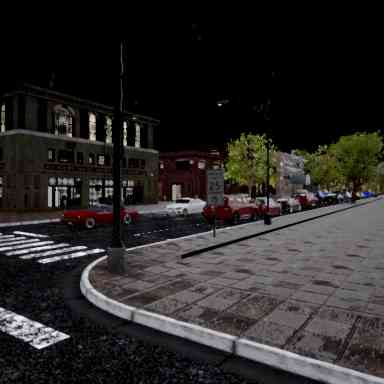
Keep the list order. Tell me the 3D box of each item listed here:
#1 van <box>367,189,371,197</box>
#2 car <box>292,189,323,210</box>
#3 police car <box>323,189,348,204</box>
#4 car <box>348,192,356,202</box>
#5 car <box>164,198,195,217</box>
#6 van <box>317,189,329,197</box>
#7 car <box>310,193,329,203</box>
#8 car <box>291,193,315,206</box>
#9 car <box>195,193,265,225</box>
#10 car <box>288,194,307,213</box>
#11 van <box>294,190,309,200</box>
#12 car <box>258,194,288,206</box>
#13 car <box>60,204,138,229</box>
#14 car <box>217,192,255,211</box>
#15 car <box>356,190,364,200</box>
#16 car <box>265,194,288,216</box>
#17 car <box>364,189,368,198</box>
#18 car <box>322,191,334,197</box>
[{"bbox_3d":[40.366,0.302,76.964,1.690,1.788,3.998,1,2,34],"label":"van"},{"bbox_3d":[12.106,0.892,35.856,2.192,1.841,5.009,1,2,34],"label":"car"},{"bbox_3d":[19.853,0.847,46.365,1.930,1.638,5.238,1,1,35],"label":"police car"},{"bbox_3d":[23.722,0.690,52.029,2.097,1.767,4.553,1,1,35],"label":"car"},{"bbox_3d":[-0.384,1.216,27.933,1.812,1.442,4.674,1,1,35],"label":"car"},{"bbox_3d":[30.312,0.297,77.131,1.690,1.788,3.998,1,2,34],"label":"van"},{"bbox_3d":[20.012,0.860,52.129,1.812,1.442,4.674,1,1,35],"label":"car"},{"bbox_3d":[15.003,0.970,44.743,1.812,1.442,4.674,1,1,35],"label":"car"},{"bbox_3d":[2.684,1.093,22.153,2.192,1.841,5.009,1,1,34],"label":"car"},{"bbox_3d":[8.962,1.195,31.294,2.008,1.369,4.403,1,2,34],"label":"car"},{"bbox_3d":[20.892,0.504,63.429,1.690,1.788,3.998,1,2,34],"label":"van"},{"bbox_3d":[10.781,1.000,44.106,2.033,1.411,5.357,1,1,35],"label":"car"},{"bbox_3d":[-5.567,1.401,20.390,1.895,1.301,4.718,1,1,34],"label":"car"},{"bbox_3d":[4.745,0.933,35.378,2.097,1.767,4.553,1,1,35],"label":"car"},{"bbox_3d":[30.943,0.750,63.266,1.802,1.307,4.206,1,2,34],"label":"car"},{"bbox_3d":[5.823,1.151,26.723,1.967,1.590,4.097,1,2,34],"label":"car"},{"bbox_3d":[34.180,0.623,67.972,1.752,1.417,4.829,1,2,34],"label":"car"},{"bbox_3d":[33.450,0.436,81.704,2.008,1.369,4.403,1,2,34],"label":"car"}]
